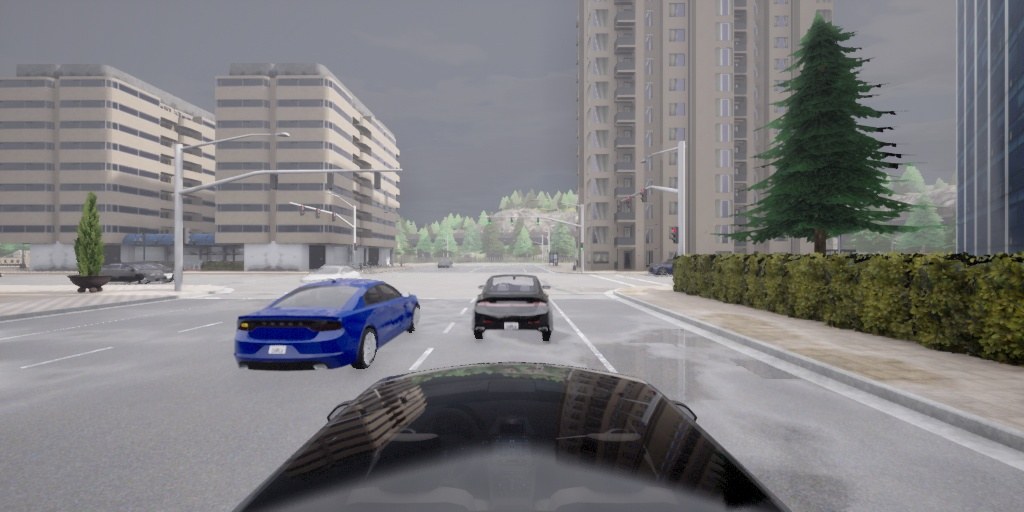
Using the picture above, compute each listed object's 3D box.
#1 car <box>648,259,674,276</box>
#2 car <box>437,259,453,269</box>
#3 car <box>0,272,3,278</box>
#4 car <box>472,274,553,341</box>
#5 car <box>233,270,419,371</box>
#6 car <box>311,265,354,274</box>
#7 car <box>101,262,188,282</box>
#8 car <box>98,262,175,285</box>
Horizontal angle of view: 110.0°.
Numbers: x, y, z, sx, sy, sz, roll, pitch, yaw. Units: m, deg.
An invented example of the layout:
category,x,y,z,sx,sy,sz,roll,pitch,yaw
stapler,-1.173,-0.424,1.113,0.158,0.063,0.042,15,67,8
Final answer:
category,x,y,z,sx,sy,sz,roll,pitch,yaw
car,16.021,1.103,35.646,4.553,1.767,2.097,0,0,1
car,-10.492,1.321,56.369,1.837,1.490,4.892,0,1,0
car,-44.407,1.314,29.070,4.181,1.385,1.994,0,0,1
car,0.052,1.242,9.923,2.128,1.511,4.902,0,0,1
car,-3.447,1.228,7.781,1.882,1.535,5.008,0,0,1
car,-10.498,1.291,21.046,1.812,1.442,4.674,0,0,0
car,-29.499,1.241,28.913,4.902,1.511,2.128,0,0,1
car,-26.665,1.240,25.382,4.902,1.511,2.128,0,0,1
